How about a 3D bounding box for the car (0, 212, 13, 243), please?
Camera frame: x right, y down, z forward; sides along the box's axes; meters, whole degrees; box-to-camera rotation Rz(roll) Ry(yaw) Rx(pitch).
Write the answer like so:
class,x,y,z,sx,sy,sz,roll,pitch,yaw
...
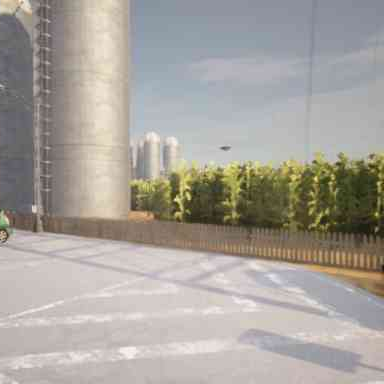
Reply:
class,x,y,z,sx,sy,sz,roll,pitch,yaw
car,-9.890,1.490,14.005,1.851,1.617,3.988,0,0,35
